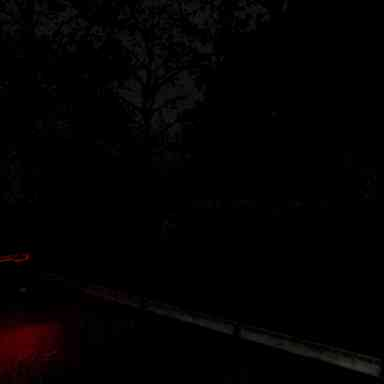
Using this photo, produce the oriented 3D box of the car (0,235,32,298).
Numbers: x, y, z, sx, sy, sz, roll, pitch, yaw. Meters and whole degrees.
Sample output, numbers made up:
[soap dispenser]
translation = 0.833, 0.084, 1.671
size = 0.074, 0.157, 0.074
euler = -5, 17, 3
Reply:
[car]
translation = -5.555, 1.471, 7.381
size = 5.008, 1.535, 1.882
euler = 0, 0, 36
